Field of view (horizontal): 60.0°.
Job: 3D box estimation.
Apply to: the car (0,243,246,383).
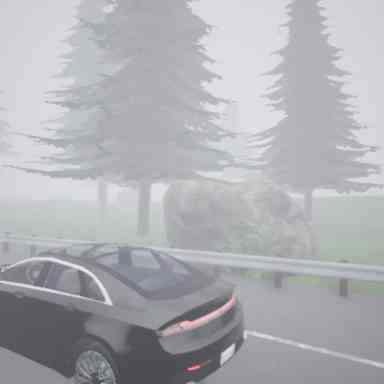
[{"bbox_3d":[-1.640,1.522,4.877,4.902,1.511,2.128,-1,0,34],"label":"car"}]
